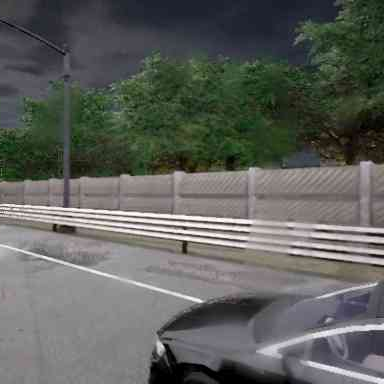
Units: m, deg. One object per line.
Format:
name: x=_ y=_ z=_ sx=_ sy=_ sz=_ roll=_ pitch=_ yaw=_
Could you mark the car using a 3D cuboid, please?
car: x=1.808 y=1.492 z=2.580 sx=4.902 sy=1.511 sz=2.128 roll=0 pitch=0 yaw=36
